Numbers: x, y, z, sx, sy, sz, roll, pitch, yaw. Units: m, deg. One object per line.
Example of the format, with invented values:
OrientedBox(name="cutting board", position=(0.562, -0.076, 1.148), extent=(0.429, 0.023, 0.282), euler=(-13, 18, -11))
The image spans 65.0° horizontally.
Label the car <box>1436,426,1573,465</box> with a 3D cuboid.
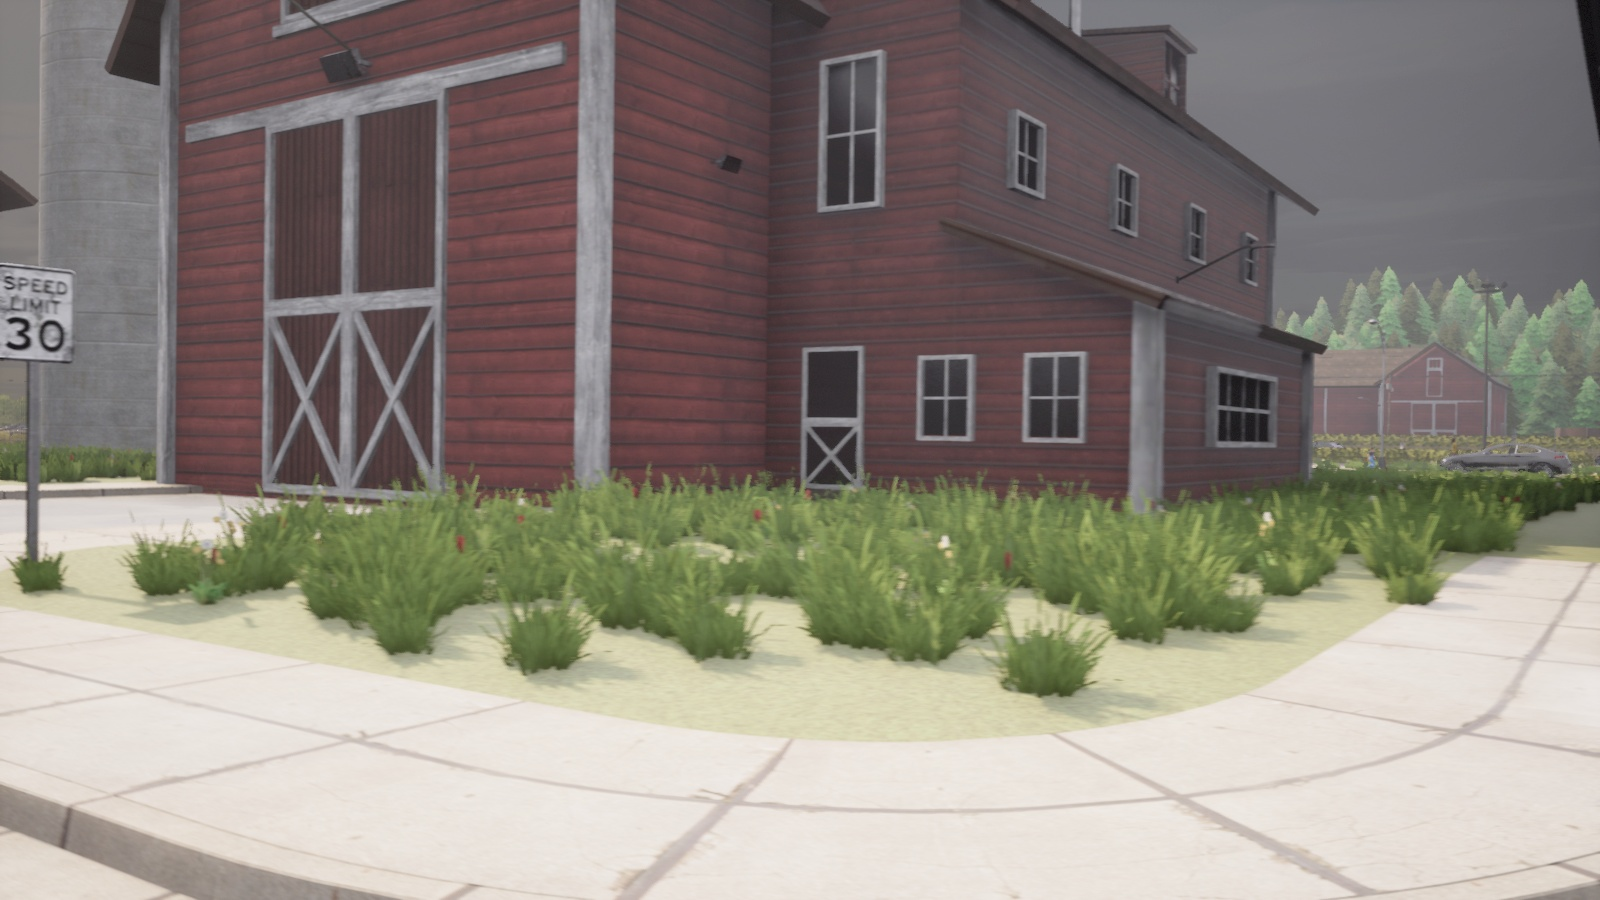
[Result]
OrientedBox(name="car", position=(30.607, -0.205, 54.597), extent=(5.027, 1.651, 2.152), euler=(0, 1, 34))
